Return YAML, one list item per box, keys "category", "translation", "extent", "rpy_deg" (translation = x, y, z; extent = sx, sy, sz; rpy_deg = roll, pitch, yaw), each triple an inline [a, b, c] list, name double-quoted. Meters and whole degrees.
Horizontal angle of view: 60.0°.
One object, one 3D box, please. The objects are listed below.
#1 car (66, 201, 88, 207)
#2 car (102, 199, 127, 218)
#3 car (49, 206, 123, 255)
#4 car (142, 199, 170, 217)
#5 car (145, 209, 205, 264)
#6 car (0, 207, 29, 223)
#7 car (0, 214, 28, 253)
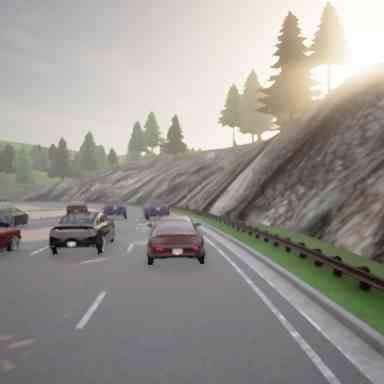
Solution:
- category: "car"
  translation: [-11.437, 1.595, 33.072]
  extent: [1.882, 1.535, 5.008]
  rpy_deg: [0, 0, -17]
- category: "car"
  translation: [-7.303, 1.451, 31.300]
  extent: [2.097, 1.767, 4.553]
  rpy_deg: [0, 0, -15]
- category: "car"
  translation: [-4.283, 1.538, 13.584]
  extent: [2.128, 1.511, 4.902]
  rpy_deg: [0, 0, -6]
- category: "car"
  translation: [-3.284, 1.434, 29.690]
  extent: [2.097, 1.767, 4.553]
  rpy_deg: [0, 0, -13]
- category: "car"
  translation: [-0.628, 1.557, 11.905]
  extent: [1.812, 1.442, 4.674]
  rpy_deg: [0, 0, -5]
- category: "car"
  translation: [-12.430, 1.658, 22.151]
  extent: [1.994, 1.385, 4.181]
  rpy_deg: [0, 0, -8]
- category: "car"
  translation: [-7.536, 1.653, 11.132]
  extent: [1.895, 1.301, 4.718]
  rpy_deg: [0, 0, -5]
